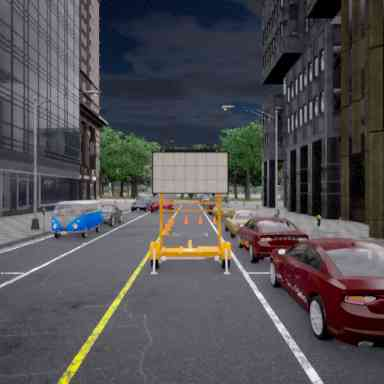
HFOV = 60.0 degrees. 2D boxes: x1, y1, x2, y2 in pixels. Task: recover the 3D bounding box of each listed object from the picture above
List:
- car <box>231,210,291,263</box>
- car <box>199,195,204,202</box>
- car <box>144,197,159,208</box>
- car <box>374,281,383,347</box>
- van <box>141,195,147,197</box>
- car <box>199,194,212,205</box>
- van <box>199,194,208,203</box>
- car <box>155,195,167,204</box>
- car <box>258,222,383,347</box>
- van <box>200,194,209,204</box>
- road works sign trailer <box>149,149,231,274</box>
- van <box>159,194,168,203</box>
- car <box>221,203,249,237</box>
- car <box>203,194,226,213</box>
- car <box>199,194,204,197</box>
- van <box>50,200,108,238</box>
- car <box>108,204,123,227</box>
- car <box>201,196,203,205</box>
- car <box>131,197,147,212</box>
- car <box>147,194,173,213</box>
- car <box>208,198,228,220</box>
[{"bbox_3d":[2.703,1.542,11.819,1.887,1.381,4.507,0,0,0],"label":"car"},{"bbox_3d":[2.508,1.541,49.881,1.887,1.381,4.507,0,0,0],"label":"car"},{"bbox_3d":[-6.016,1.522,49.668,1.752,1.417,4.829,0,0,0],"label":"car"},{"bbox_3d":[2.758,1.550,0.943,2.008,1.369,4.403,0,0,0],"label":"car"},{"bbox_3d":[-5.989,1.336,44.400,1.690,1.788,3.998,0,0,0],"label":"van"},{"bbox_3d":[2.453,1.314,60.756,2.192,1.841,5.009,0,0,0],"label":"car"},{"bbox_3d":[2.397,1.345,71.631,1.690,1.788,3.998,0,0,0],"label":"van"},{"bbox_3d":[-6.100,1.442,66.150,1.967,1.590,4.097,0,0,0],"label":"car"},{"bbox_3d":[2.731,1.543,6.381,1.887,1.381,4.507,0,0,0],"label":"car"},{"bbox_3d":[2.425,1.343,66.194,1.690,1.788,3.998,0,0,0],"label":"van"},{"bbox_3d":[-0.052,0.462,10.509,2.380,3.560,2.880,0,0,0],"label":"road works sign trailer"},{"bbox_3d":[-6.128,1.345,71.588,1.690,1.788,3.998,0,0,0],"label":"van"},{"bbox_3d":[2.674,1.521,17.426,1.752,1.417,4.829,0,0,0],"label":"car"},{"bbox_3d":[2.591,1.309,33.569,2.192,1.841,5.009,0,0,0],"label":"car"},{"bbox_3d":[2.481,1.438,55.319,1.967,1.590,4.097,0,0,0],"label":"car"},{"bbox_3d":[-5.850,1.337,17.213,1.690,1.788,3.998,0,0,0],"label":"van"},{"bbox_3d":[-5.878,1.546,22.650,2.008,1.369,4.403,0,0,0],"label":"car"},{"bbox_3d":[2.535,1.521,44.614,1.752,1.417,4.829,0,0,0],"label":"car"},{"bbox_3d":[-5.961,1.561,38.963,1.947,1.339,4.313,0,0,0],"label":"car"},{"bbox_3d":[-3.287,1.216,36.836,2.150,2.045,5.566,0,0,0],"label":"car"},{"bbox_3d":[2.619,1.520,28.301,1.752,1.417,4.829,0,0,0],"label":"car"}]
